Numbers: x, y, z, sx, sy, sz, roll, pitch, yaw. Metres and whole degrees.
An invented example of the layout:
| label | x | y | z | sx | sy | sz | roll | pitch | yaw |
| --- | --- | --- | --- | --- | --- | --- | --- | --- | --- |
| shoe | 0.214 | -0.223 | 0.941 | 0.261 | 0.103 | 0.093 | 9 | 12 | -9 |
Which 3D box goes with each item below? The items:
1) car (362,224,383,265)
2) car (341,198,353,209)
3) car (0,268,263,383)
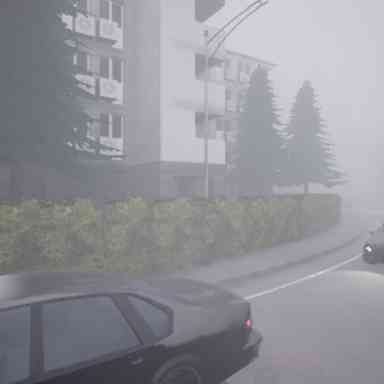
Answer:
| label | x | y | z | sx | sy | sz | roll | pitch | yaw |
| --- | --- | --- | --- | --- | --- | --- | --- | --- | --- |
| car | 7.267 | 1.546 | 11.060 | 2.033 | 1.411 | 5.357 | 0 | 0 | 41 |
| car | 19.002 | 1.487 | 44.034 | 2.128 | 1.511 | 4.902 | 0 | 0 | -17 |
| car | -1.720 | 1.548 | 3.068 | 5.357 | 1.411 | 2.033 | 0 | 0 | -36 |
